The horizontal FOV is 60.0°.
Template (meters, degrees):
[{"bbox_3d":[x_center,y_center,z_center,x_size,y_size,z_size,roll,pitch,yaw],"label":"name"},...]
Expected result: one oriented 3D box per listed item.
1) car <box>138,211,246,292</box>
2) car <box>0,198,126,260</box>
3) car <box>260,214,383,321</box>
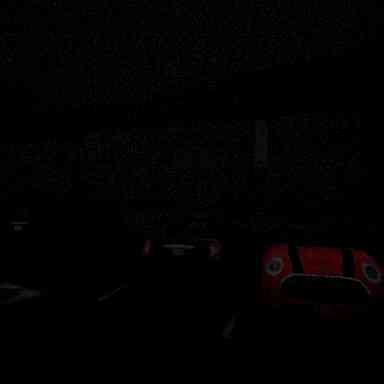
[{"bbox_3d":[0.269,1.358,9.251,2.185,1.767,4.553,0,-1,15],"label":"car"},{"bbox_3d":[-4.606,1.239,12.796,2.435,2.045,5.566,0,-1,15],"label":"car"},{"bbox_3d":[2.737,1.360,7.569,2.185,1.767,4.553,1,-1,15],"label":"car"}]
